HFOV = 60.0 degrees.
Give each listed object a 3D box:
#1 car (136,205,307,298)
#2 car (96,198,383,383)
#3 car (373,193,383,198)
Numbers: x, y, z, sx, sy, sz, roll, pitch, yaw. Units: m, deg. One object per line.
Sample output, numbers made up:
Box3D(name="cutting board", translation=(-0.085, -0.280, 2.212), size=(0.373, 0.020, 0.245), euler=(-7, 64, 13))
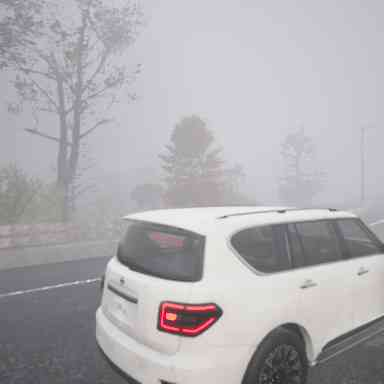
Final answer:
Box3D(name="car", translation=(0.979, 1.342, 9.273), size=(4.553, 1.767, 2.097), euler=(0, 0, -38))
Box3D(name="car", translation=(1.431, 1.210, 4.938), size=(5.566, 2.045, 2.150), euler=(0, 0, -37))
Box3D(name="car", translation=(36.756, 1.010, 64.776), size=(1.837, 1.490, 4.892), euler=(0, 0, 12))
